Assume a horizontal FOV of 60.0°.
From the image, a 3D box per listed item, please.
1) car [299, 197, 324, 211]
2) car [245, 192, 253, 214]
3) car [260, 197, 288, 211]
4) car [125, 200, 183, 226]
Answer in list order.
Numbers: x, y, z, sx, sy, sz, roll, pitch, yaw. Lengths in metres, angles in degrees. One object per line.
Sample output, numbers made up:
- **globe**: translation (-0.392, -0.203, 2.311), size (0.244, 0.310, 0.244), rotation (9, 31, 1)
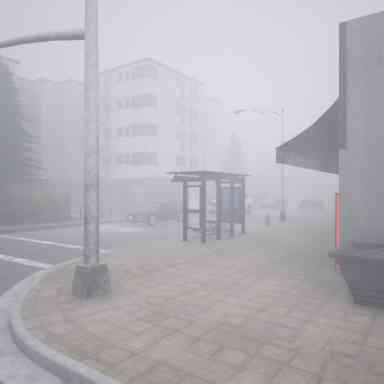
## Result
- **car**: translation (13.761, 1.329, 38.183), size (1.837, 1.490, 4.892), rotation (0, 0, 36)
- **car**: translation (3.589, 1.045, 30.337), size (2.150, 2.045, 5.566), rotation (0, 0, 36)
- **car**: translation (9.530, 1.301, 38.553), size (1.882, 1.535, 5.008), rotation (0, 0, 36)
- **car**: translation (-2.296, 1.328, 22.154), size (1.837, 1.490, 4.892), rotation (0, 0, 36)
